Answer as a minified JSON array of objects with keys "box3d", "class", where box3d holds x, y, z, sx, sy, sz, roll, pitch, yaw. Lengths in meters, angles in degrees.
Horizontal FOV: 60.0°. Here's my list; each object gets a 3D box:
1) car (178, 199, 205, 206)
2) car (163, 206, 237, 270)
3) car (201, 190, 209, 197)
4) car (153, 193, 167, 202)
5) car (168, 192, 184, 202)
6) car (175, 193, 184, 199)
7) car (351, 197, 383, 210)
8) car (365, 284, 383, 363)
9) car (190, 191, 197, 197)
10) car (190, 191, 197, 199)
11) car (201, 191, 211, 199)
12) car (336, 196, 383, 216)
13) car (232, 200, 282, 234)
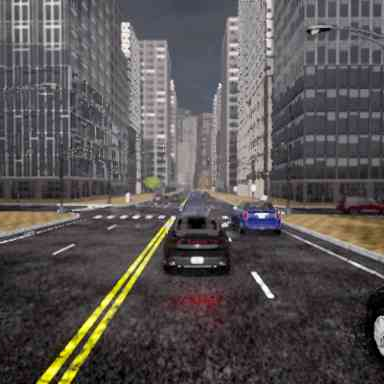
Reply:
[{"box3d":[0.192,1.391,20.985,2.033,1.411,5.357,0,0,0],"class":"car"},{"box3d":[0.145,1.426,10.683,1.837,1.490,4.892,0,1,0],"class":"car"},{"box3d":[3.657,0.453,92.898,2.097,1.767,4.553,0,1,0],"class":"car"},{"box3d":[-6.256,1.045,62.728,1.812,1.442,4.674,0,1,1],"class":"car"},{"box3d":[-3.008,1.023,62.690,1.837,1.490,4.892,0,1,1],"class":"car"},{"box3d":[-2.910,0.894,77.863,1.837,1.490,4.892,0,0,0],"class":"car"},{"box3d":[21.985,1.359,39.932,4.829,1.417,1.752,0,1,1],"class":"car"},{"box3d":[3.358,1.482,2.767,1.837,1.490,4.892,0,0,0],"class":"car"},{"box3d":[0.407,0.576,92.944,1.882,1.535,5.008,0,1,0],"class":"car"},{"box3d":[0.362,0.824,82.528,1.882,1.535,5.008,0,0,0],"class":"car"},{"box3d":[3.612,0.823,82.511,1.882,1.535,5.008,0,0,0],"class":"car"},{"box3d":[16.340,1.294,31.669,5.009,1.841,2.192,0,1,1],"class":"car"},{"box3d":[3.430,1.214,18.432,2.097,1.767,4.553,0,0,0],"class":"car"}]
